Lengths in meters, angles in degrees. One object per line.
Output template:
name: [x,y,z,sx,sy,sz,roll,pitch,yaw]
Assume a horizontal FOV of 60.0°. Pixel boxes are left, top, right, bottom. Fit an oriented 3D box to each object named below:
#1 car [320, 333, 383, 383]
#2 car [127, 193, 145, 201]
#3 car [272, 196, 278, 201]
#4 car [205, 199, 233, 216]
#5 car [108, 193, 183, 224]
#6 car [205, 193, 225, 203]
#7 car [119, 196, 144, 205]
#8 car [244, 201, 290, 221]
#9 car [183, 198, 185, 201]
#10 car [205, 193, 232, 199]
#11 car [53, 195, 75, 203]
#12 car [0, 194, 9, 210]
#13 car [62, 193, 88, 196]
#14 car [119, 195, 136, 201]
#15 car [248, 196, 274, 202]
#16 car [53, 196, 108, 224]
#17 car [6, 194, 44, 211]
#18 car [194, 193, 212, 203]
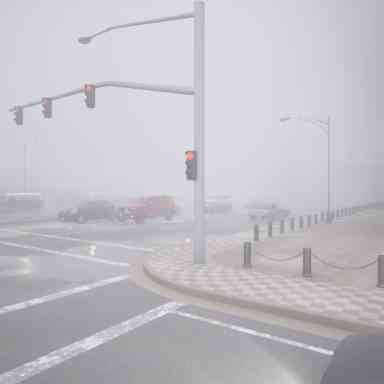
car: [3.379,1.547,1.550,5.357,1.411,2.033,0,0,33]
car: [-13.501,1.212,80.349,1.905,1.878,3.866,0,0,36]
car: [12.274,1.419,53.623,2.097,1.767,4.553,0,0,36]
car: [2.243,1.656,34.055,1.895,1.301,4.718,0,0,36]
car: [-3.503,1.277,26.161,2.150,2.045,5.566,0,0,36]
car: [4.650,1.209,67.023,1.932,1.855,4.605,0,0,36]
car: [-10.161,1.451,56.290,1.970,1.475,3.806,0,0,36]
car: [6.488,1.656,27.653,1.895,1.301,4.718,0,0,36]
car: [-2.985,1.619,32.821,1.994,1.385,4.181,0,0,36]
car: [3.032,1.277,41.074,2.150,2.045,5.566,0,0,36]
car: [-26.140,1.419,67.971,1.784,1.438,3.905,0,0,36]
car: [-26.075,1.419,49.232,1.784,1.438,3.905,0,0,36]
car: [-23.842,1.209,66.207,1.932,1.855,4.605,0,0,36]
car: [-15.830,1.451,82.070,1.970,1.475,3.806,0,0,36]
car: [8.314,1.581,42.369,1.812,1.442,4.674,0,0,36]
car: [-8.043,1.407,25.867,2.097,1.767,4.553,0,0,36]
car: [-23.741,1.451,47.520,1.970,1.475,3.806,0,0,36]
car: [2.348,1.212,68.778,1.905,1.878,3.866,0,0,36]
